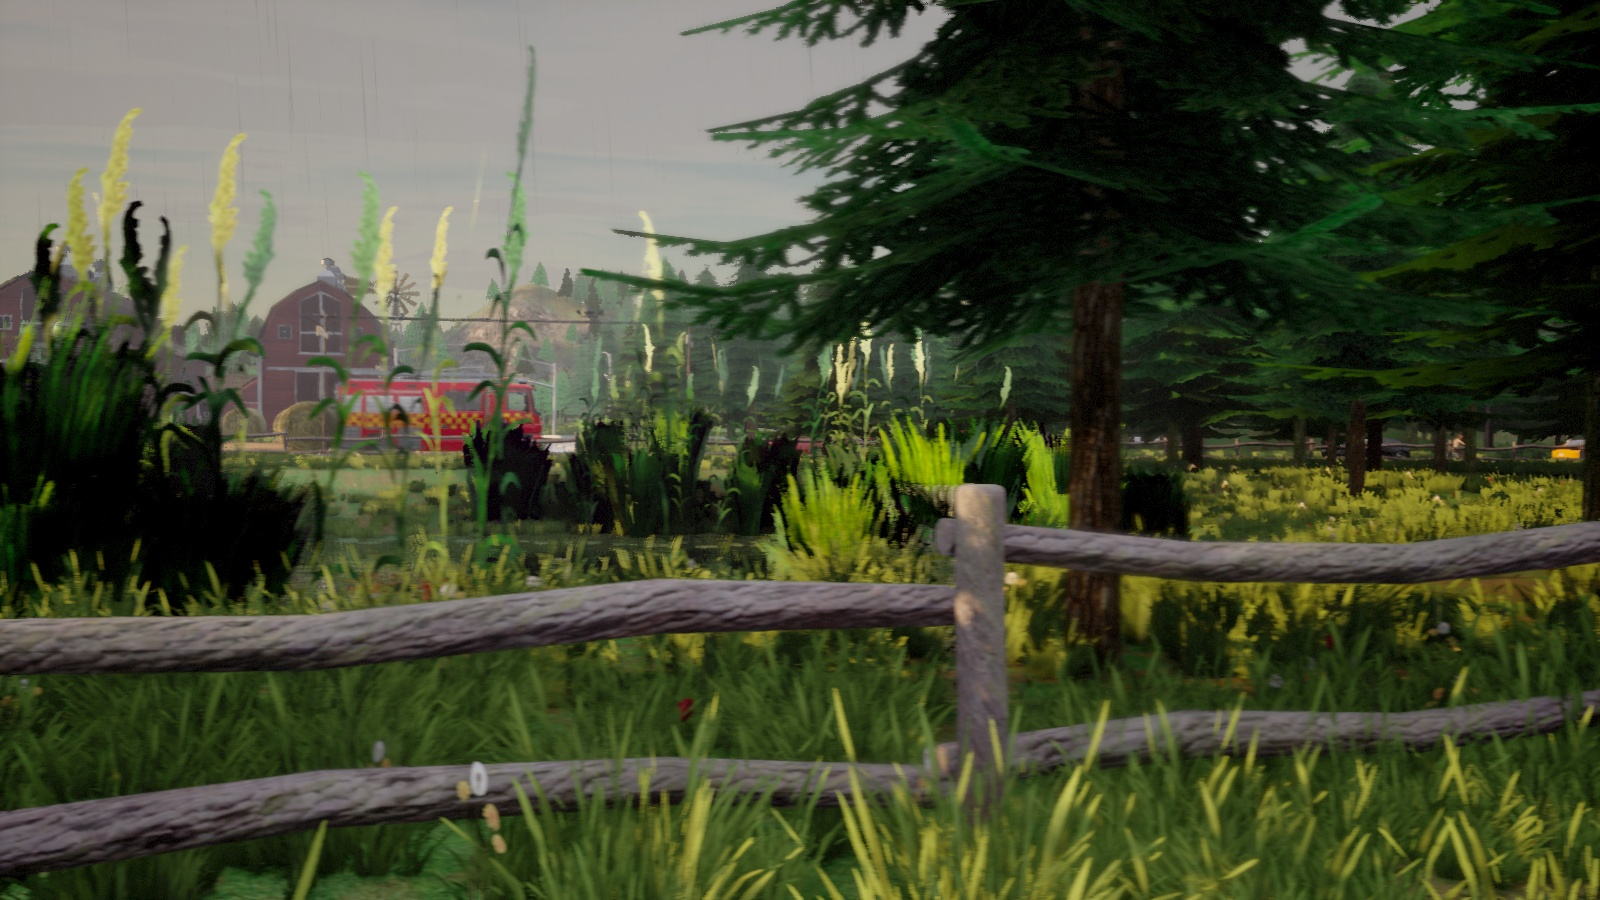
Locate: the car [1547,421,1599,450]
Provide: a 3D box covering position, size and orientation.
[{"bbox_3d":[42.918,-0.810,67.362,5.008,1.535,1.882,-1,1,-14],"label":"car"}]

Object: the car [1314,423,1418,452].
[{"bbox_3d":[30.689,-0.668,68.094,4.792,1.488,2.163,-1,1,-13],"label":"car"}]

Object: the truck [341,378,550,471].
[{"bbox_3d":[-15.191,-1.117,54.475,8.468,3.827,2.891,-1,1,-12],"label":"truck"}]

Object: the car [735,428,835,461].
[{"bbox_3d":[-0.754,-0.274,61.001,4.514,1.525,2.007,-1,1,-12],"label":"car"}]
